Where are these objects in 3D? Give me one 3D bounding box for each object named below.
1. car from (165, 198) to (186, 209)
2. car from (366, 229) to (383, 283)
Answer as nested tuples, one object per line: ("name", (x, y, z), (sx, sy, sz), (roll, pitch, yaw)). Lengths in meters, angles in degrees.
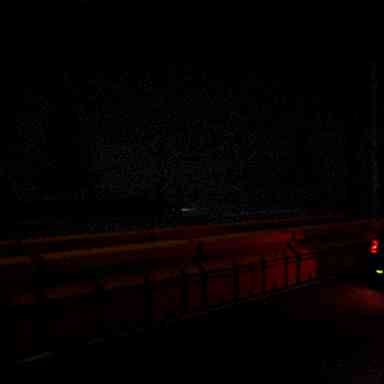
("car", (-2.900, 1.427, 43.542), (2.033, 1.411, 5.357), (0, 0, -35))
("car", (6.392, 1.302, 8.361), (4.553, 1.767, 2.097), (-1, 0, -36))
